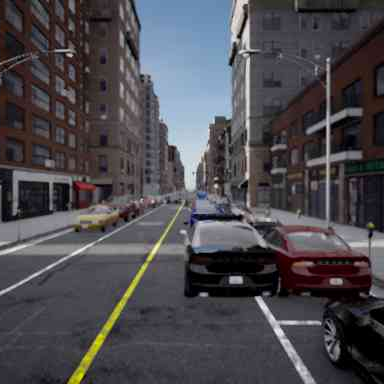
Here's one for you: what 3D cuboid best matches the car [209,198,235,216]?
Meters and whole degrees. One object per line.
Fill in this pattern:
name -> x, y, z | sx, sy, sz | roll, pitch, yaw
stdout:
car -> 2.632, 1.336, 30.379 | 2.008, 1.369, 4.403 | 0, 0, 0

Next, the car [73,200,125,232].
car -> -5.387, 1.389, 19.165 | 1.752, 1.417, 4.829 | 0, 0, 0

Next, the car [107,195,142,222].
car -> -5.393, 1.139, 24.850 | 2.192, 1.841, 5.009 | 0, 0, 0

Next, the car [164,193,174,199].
car -> -5.401, 0.990, 79.524 | 2.008, 1.369, 4.403 | 0, 0, 0

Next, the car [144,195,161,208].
car -> -5.395, 1.148, 41.406 | 1.967, 1.590, 4.097 | 0, 0, 0

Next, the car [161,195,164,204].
car -> -5.396, 1.196, 46.755 | 1.752, 1.417, 4.829 | 0, 0, 0

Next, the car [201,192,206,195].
car -> 2.629, 1.109, 46.934 | 1.967, 1.590, 4.097 | 0, 0, 0

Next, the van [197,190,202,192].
van -> 2.624, 0.780, 79.533 | 1.690, 1.788, 3.998 | 0, 0, 0

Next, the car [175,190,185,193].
car -> -2.760, 0.971, 57.511 | 2.097, 1.767, 4.553 | 0, 0, 0

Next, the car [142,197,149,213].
car -> -5.393, 1.367, 30.370 | 1.802, 1.307, 4.206 | 0, 0, 0

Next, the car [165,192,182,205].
car -> -2.818, 1.156, 49.805 | 1.837, 1.490, 4.892 | 0, 0, 0

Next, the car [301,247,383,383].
car -> 2.636, 1.545, 2.785 | 1.947, 1.339, 4.313 | 0, 0, 0

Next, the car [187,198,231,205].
car -> 0.821, 1.347, 18.482 | 1.882, 1.535, 5.008 | 0, 0, 0

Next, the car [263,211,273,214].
car -> 2.634, 1.452, 13.822 | 2.008, 1.369, 4.403 | 0, 0, 0

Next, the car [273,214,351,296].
car -> 2.635, 1.484, 8.303 | 1.887, 1.381, 4.507 | 0, 0, 0

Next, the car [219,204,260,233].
car -> 2.633, 1.444, 19.341 | 1.802, 1.307, 4.206 | 0, 0, 0

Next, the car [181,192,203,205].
car -> 0.015, 1.165, 46.412 | 2.128, 1.511, 4.902 | 0, 0, 0

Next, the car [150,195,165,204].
car -> -5.397, 1.181, 52.443 | 2.008, 1.369, 4.403 | 0, 0, 0

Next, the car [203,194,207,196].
car -> 2.630, 1.289, 41.416 | 1.802, 1.307, 4.206 | 0, 0, 0

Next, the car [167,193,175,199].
car -> -5.402, 0.943, 85.205 | 1.887, 1.381, 4.507 | 0, 0, 0

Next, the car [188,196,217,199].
car -> 0.820, 1.304, 24.482 | 1.882, 1.535, 5.008 | 0, 0, 0

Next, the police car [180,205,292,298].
police car -> 0.727, 1.364, 8.573 | 1.930, 1.638, 5.238 | 0, 0, -1

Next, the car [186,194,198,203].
car -> -0.010, 1.130, 59.182 | 2.033, 1.411, 5.357 | 0, 0, 0
